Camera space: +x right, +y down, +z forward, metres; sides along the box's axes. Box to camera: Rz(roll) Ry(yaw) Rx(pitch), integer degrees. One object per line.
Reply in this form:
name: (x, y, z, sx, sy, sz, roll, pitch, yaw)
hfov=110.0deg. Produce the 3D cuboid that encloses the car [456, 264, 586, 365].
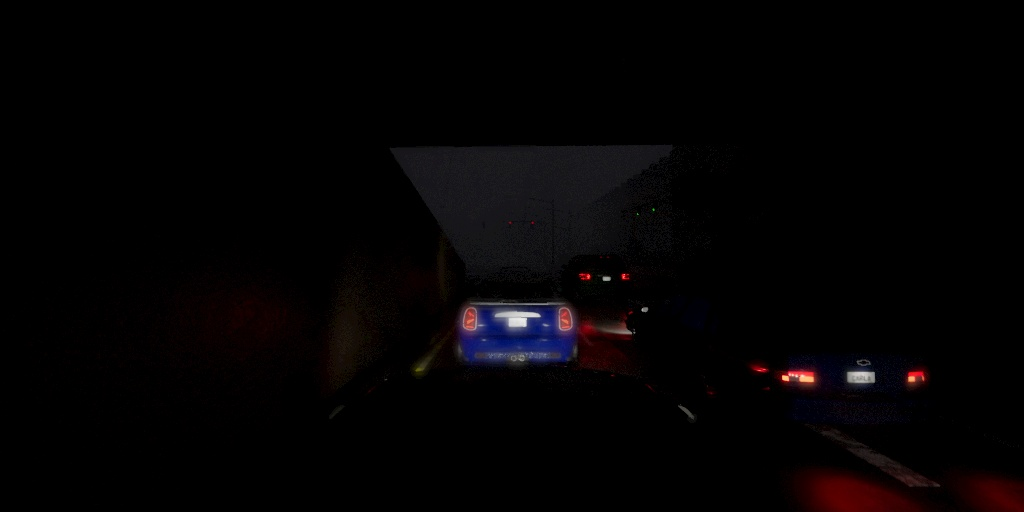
car: (0.107, 1.102, 7.979, 2.097, 1.767, 4.553, 0, 0, 0)

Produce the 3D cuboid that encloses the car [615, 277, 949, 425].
car: (3.611, 1.297, 6.208, 2.033, 1.411, 5.357, 0, 0, 0)

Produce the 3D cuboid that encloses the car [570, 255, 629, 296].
car: (3.646, 0.971, 16.454, 2.150, 2.045, 5.566, 0, 0, 0)
